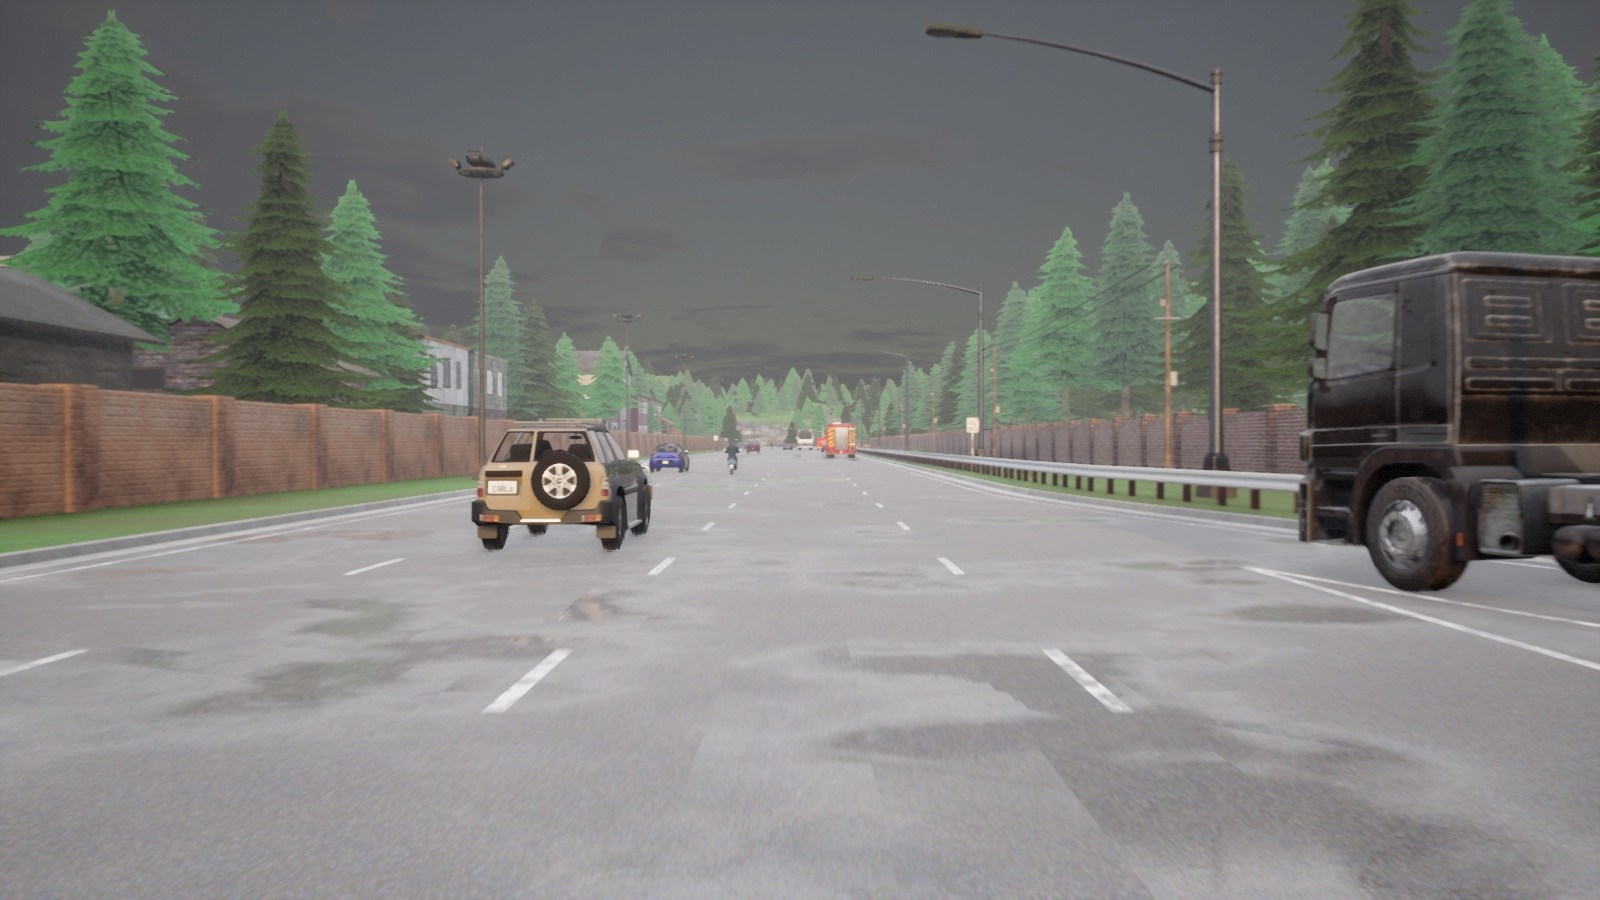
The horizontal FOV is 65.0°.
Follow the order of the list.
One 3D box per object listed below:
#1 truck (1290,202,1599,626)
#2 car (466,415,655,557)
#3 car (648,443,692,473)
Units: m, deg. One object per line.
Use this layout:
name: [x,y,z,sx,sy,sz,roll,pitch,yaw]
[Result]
truck: [7.969,-0.293,10.507,2.891,3.462,7.936,0,0,-17]
car: [-3.402,0.458,18.757,1.932,1.855,4.605,0,0,0]
car: [-6.684,0.398,64.858,1.816,1.474,4.193,0,0,0]
